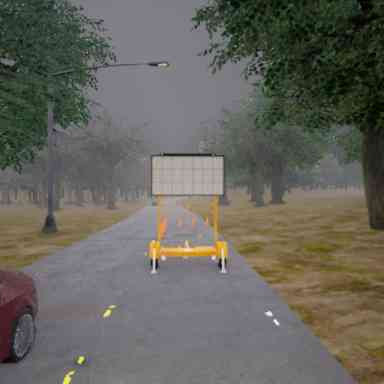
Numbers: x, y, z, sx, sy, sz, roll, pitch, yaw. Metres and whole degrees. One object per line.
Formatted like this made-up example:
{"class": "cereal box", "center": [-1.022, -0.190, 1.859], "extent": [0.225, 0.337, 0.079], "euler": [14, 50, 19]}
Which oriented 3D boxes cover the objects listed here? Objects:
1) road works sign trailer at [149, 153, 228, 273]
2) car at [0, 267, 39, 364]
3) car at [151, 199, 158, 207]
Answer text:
{"class": "road works sign trailer", "center": [-0.142, 0.536, 10.938], "extent": [2.380, 3.560, 2.880], "euler": [0, 0, -2]}
{"class": "car", "center": [-3.154, 1.545, 3.206], "extent": [1.812, 1.442, 4.674], "euler": [0, 0, -1]}
{"class": "car", "center": [-6.961, 2.118, 63.974], "extent": [2.033, 1.411, 5.357], "euler": [0, -1, -5]}
